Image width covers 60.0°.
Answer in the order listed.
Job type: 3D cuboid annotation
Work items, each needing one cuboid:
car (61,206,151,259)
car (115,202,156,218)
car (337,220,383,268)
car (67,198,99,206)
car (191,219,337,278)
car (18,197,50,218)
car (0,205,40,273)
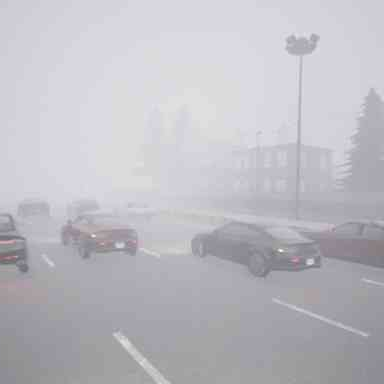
[{"bbox_3d":[-3.470,1.445,12.243,1.812,1.442,4.674,2,0,-33],"label":"car"},{"bbox_3d":[-4.810,1.504,27.278,1.895,1.301,4.718,2,0,-33],"label":"car"},{"bbox_3d":[5.686,1.652,10.937,1.882,1.535,5.008,2,0,-33],"label":"car"},{"bbox_3d":[-8.897,1.294,27.171,1.837,1.490,4.892,2,0,-33],"label":"car"},{"bbox_3d":[1.808,1.591,10.487,1.812,1.442,4.674,2,0,-33],"label":"car"},{"bbox_3d":[-12.611,1.161,26.478,1.882,1.535,5.008,2,0,-33],"label":"car"},{"bbox_3d":[-5.907,1.340,9.564,2.128,1.511,4.902,2,0,-33],"label":"car"}]
